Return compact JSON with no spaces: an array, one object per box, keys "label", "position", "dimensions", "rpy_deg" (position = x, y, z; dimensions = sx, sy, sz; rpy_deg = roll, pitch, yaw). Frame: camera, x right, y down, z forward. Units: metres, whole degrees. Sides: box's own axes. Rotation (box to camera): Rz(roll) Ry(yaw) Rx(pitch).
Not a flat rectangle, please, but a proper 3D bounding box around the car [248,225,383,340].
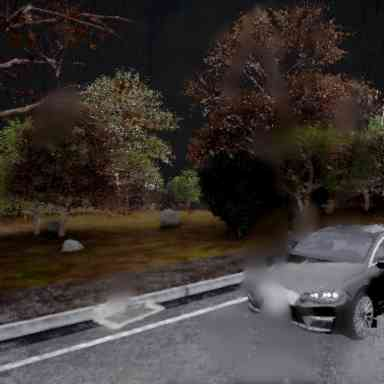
[{"label":"car","position":[3.168,1.470,6.635],"dimensions":[4.902,1.511,2.128],"rpy_deg":[0,0,-39]}]
